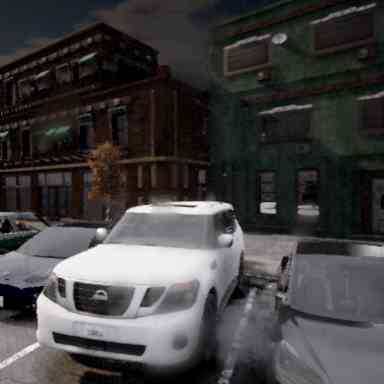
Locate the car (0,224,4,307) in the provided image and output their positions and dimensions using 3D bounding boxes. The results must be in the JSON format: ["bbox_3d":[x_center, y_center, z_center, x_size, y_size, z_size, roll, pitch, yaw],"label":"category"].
[{"bbox_3d":[-2.760,1.514,8.079,2.163,1.488,4.792,1,-1,16],"label":"car"}]

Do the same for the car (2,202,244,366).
[{"bbox_3d":[-0.319,1.232,6.334,2.435,2.045,5.566,1,-1,16],"label":"car"}]

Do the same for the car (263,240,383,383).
[{"bbox_3d":[2.118,1.515,4.582,2.163,1.488,4.792,1,-1,16],"label":"car"}]

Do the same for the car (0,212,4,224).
[{"bbox_3d":[-5.214,1.359,9.828,2.185,1.767,4.553,0,-1,16],"label":"car"}]
